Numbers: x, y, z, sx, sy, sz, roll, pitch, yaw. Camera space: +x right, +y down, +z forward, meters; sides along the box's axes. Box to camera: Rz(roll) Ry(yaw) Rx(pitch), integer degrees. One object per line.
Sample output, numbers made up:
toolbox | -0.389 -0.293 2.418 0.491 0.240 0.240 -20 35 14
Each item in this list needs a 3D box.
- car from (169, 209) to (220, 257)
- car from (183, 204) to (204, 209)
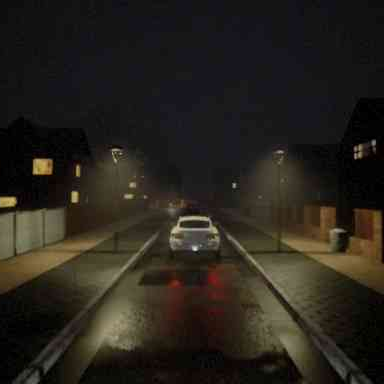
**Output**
car | 0.100 1.645 13.311 1.812 1.442 4.674 0 0 0
car | 0.114 1.792 30.262 1.812 1.442 4.674 0 -1 0
